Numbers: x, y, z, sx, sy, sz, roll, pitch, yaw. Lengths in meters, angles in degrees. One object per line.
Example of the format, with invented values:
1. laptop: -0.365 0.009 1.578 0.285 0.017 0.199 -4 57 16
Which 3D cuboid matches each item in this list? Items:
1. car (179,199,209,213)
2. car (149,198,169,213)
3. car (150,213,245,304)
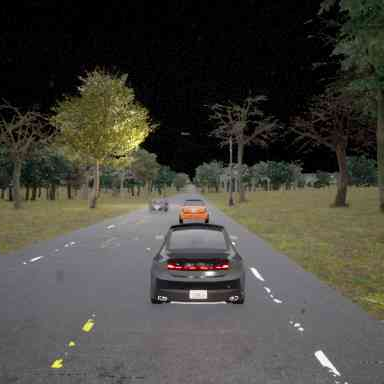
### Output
1. car: 0.149 1.321 25.050 2.097 1.767 4.553 0 0 0
2. car: -3.525 1.421 36.036 2.128 1.511 4.902 0 0 0
3. car: 0.116 1.502 8.112 1.837 1.490 4.892 0 0 0
